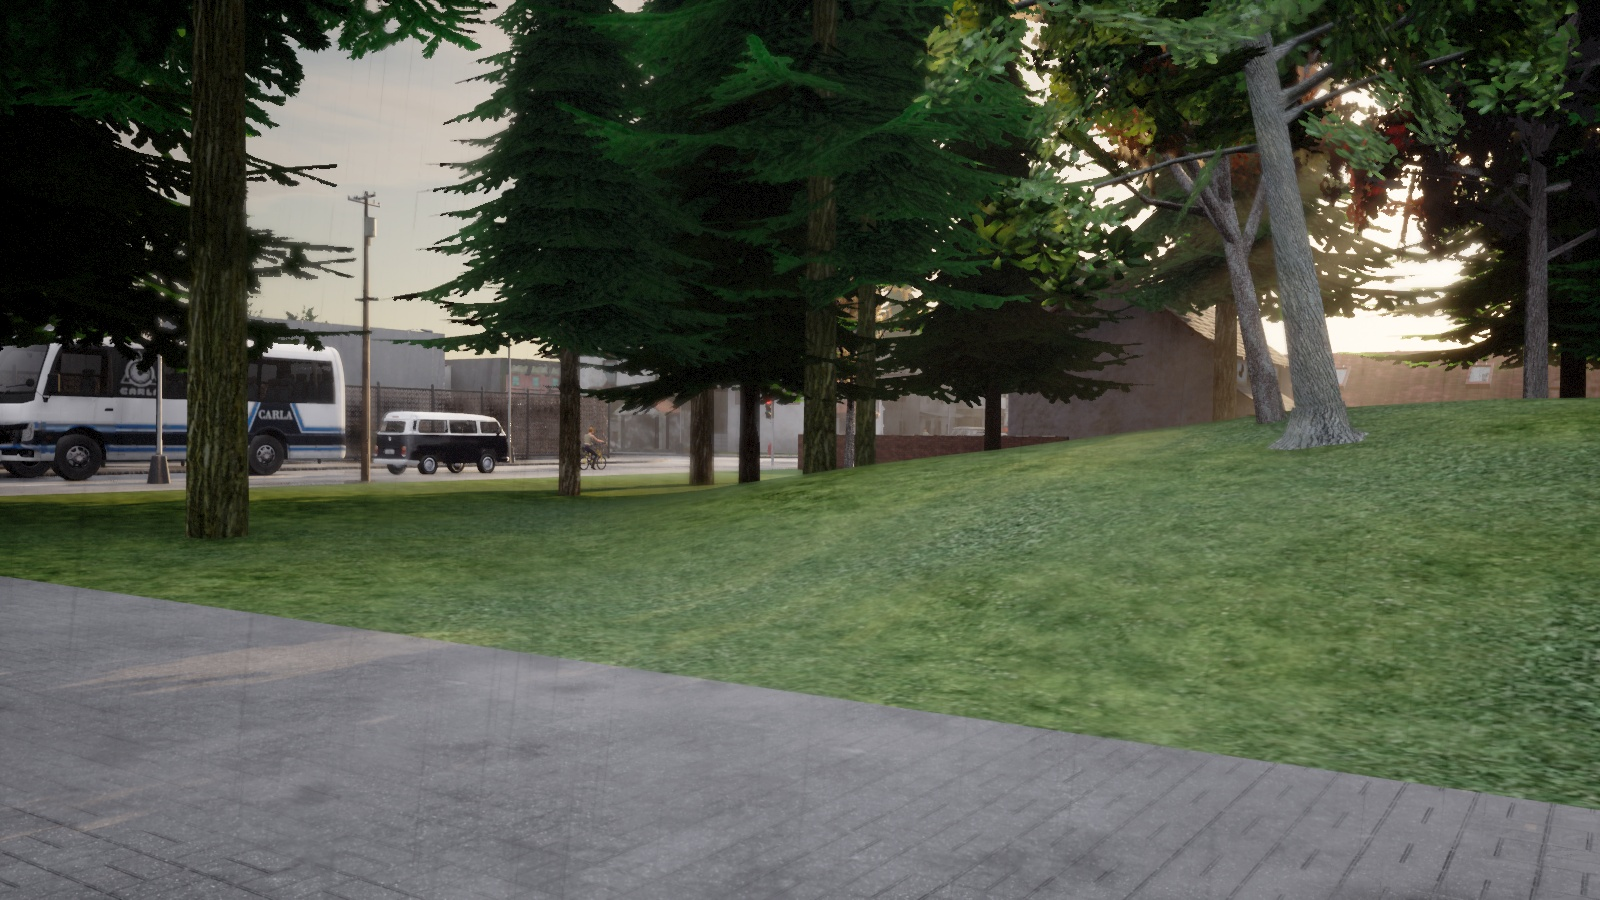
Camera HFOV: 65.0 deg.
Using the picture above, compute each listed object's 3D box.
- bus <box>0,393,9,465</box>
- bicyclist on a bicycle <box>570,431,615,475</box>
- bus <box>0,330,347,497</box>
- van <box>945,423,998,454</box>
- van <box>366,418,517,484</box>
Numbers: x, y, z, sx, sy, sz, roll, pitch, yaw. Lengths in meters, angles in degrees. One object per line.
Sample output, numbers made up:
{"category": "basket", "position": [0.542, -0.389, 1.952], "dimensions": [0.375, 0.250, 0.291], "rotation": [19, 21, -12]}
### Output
{"category": "bus", "position": [-51.309, -1.151, 71.100], "dimensions": [3.944, 4.253, 10.273], "rotation": [0, 1, 37]}
{"category": "bicyclist on a bicycle", "position": [-7.791, 0.094, 47.229], "dimensions": [0.866, 1.612, 1.509], "rotation": [0, 1, 33]}
{"category": "bus", "position": [-19.144, -0.982, 37.381], "dimensions": [3.944, 4.253, 10.273], "rotation": [0, 1, 33]}
{"category": "van", "position": [11.444, -0.759, 83.486], "dimensions": [1.775, 1.987, 4.442], "rotation": [0, 1, 33]}
{"category": "van", "position": [-11.720, -0.003, 41.329], "dimensions": [2.069, 2.038, 4.480], "rotation": [0, 1, 34]}
